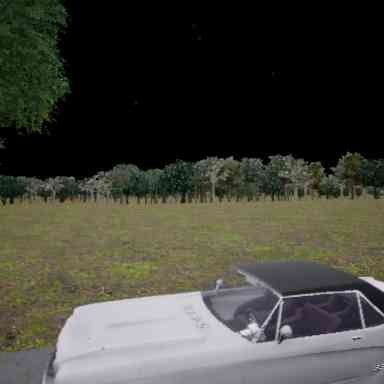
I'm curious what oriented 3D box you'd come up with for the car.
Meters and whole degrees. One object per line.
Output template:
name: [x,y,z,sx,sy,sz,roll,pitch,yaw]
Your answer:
car: [0.837,1.583,3.895,4.718,1.301,1.895,-1,-1,-15]
